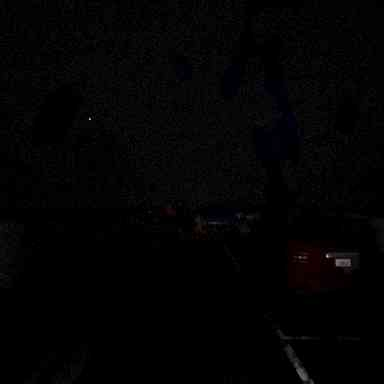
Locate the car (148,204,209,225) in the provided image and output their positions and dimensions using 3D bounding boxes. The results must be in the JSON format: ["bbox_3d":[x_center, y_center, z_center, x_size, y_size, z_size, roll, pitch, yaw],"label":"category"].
[{"bbox_3d":[-1.066,1.552,23.889,4.181,1.385,1.994,-1,0,0],"label":"car"}]

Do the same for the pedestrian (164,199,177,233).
[{"bbox_3d":[-1.189,1.293,18.363,0.375,1.860,0.375,0,0,0],"label":"pedestrian"}]

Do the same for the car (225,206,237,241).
[{"bbox_3d":[2.633,1.525,13.902,1.752,1.417,4.829,0,0,0],"label":"car"}]

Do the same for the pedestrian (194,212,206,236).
[{"bbox_3d":[0.403,1.573,17.101,0.375,1.300,0.375,0,0,0],"label":"pedestrian"}]

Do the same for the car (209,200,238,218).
[{"bbox_3d":[2.224,1.427,26.821,5.008,1.535,1.882,-1,0,0],"label":"car"}]

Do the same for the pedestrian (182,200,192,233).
[{"bbox_3d":[-0.347,1.293,17.763,0.375,1.860,0.375,0,0,0],"label":"pedestrian"}]

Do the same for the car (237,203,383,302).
[{"bbox_3d":[2.634,1.315,8.186,2.192,1.841,5.009,0,0,0],"label":"car"}]
